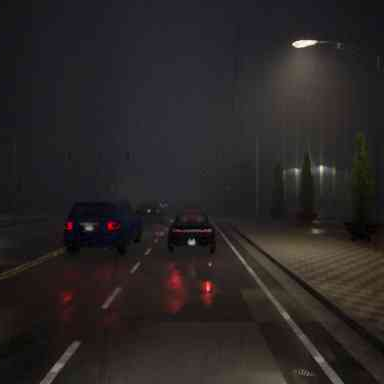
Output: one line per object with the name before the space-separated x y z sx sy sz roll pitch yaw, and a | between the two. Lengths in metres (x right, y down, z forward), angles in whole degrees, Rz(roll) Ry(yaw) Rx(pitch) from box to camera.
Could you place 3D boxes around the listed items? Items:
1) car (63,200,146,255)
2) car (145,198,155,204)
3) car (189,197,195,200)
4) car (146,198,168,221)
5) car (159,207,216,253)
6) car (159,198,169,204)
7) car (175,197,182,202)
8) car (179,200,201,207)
car | -3.506 1.348 14.014 2.150 2.045 5.566 0 0 0
car | -10.542 2.260 83.855 1.882 1.535 5.008 0 -1 0
car | -0.045 2.279 91.102 1.837 1.490 4.892 0 -1 0
car | -3.533 1.622 29.074 2.097 1.767 4.553 0 -1 -1
car | -0.004 1.627 14.294 2.128 1.511 4.902 0 0 0
car | -7.042 2.335 83.856 1.994 1.385 4.181 0 -1 0
car | -3.546 2.194 91.641 1.812 1.442 4.674 0 -1 0
car | 0.058 1.753 29.458 1.882 1.535 5.008 0 0 2
